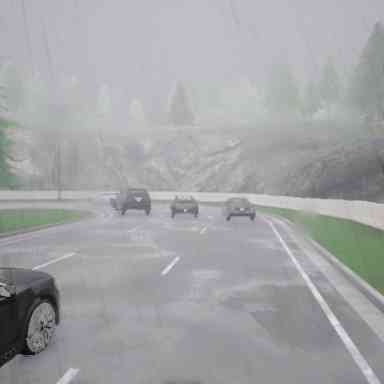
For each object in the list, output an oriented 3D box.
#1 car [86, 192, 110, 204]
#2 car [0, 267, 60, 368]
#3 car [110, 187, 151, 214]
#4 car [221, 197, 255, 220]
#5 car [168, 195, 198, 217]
[{"bbox_3d":[-9.972,0.698,38.507,4.674,1.442,1.812,0,1,15],"label":"car"},{"bbox_3d":[-3.029,1.416,3.033,2.128,1.511,4.902,0,1,5],"label":"car"},{"bbox_3d":[-4.931,0.646,27.057,2.150,2.045,5.566,1,1,-21],"label":"car"},{"bbox_3d":[3.114,1.076,23.207,2.033,1.411,5.357,0,1,0],"label":"car"},{"bbox_3d":[-0.699,0.976,24.769,2.128,1.511,4.902,0,1,-6],"label":"car"}]
